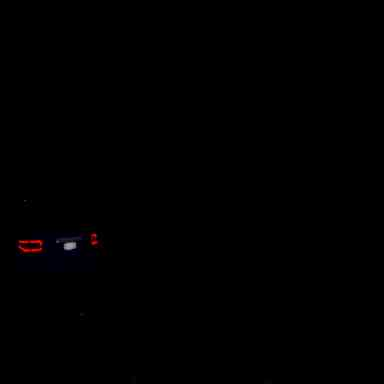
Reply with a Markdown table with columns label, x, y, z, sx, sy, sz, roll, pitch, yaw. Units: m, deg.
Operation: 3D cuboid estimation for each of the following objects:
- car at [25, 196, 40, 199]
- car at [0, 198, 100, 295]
| label | x | y | z | sx | sy | sz | roll | pitch | yaw |
| --- | --- | --- | --- | --- | --- | --- | --- | --- | --- |
| car | -29.869 | 1.752 | 62.296 | 2.150 | 2.045 | 5.566 | -1 | 1 | -14 |
| car | -4.853 | 1.330 | 9.304 | 5.566 | 2.045 | 2.150 | 0 | -1 | 40 |
